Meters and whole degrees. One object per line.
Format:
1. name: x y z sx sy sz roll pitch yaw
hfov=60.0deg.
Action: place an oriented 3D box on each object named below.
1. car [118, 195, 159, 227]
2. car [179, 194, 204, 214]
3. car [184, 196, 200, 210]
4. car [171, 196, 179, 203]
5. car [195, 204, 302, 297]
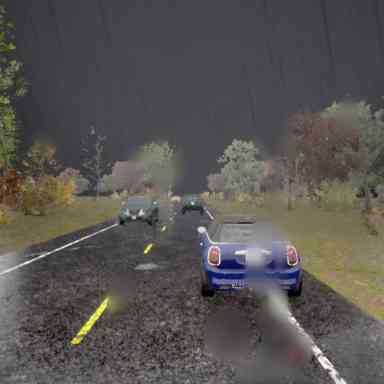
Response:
1. car: -3.580 1.231 23.330 2.150 2.045 5.566 0 0 0
2. car: 0.098 1.258 35.262 2.150 2.045 5.566 0 0 0
3. car: 0.073 1.422 45.957 2.097 1.767 4.553 0 0 1
4. car: -3.443 1.625 70.647 1.882 1.535 5.008 0 0 0
5. car: 1.233 1.352 8.759 2.097 1.767 4.553 0 0 0
